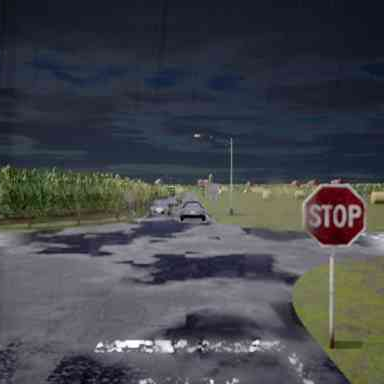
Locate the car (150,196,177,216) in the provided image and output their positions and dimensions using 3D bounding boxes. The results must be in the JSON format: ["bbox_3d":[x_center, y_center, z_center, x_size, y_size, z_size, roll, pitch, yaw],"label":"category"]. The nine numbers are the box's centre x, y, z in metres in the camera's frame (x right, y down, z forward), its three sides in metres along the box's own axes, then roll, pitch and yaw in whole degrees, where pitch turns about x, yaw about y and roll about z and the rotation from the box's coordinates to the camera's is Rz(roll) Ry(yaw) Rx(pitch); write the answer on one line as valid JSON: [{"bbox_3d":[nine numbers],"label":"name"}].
[{"bbox_3d":[-2.885,1.447,31.703,2.128,1.511,4.902,0,0,0],"label":"car"}]

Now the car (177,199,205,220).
[{"bbox_3d":[0.071,1.529,27.318,1.994,1.385,4.181,0,0,0],"label":"car"}]

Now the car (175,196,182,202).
[{"bbox_3d":[-2.911,1.482,47.934,1.994,1.385,4.181,0,0,0],"label":"car"}]

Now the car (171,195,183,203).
[{"bbox_3d":[-2.868,1.409,65.639,2.033,1.411,5.357,0,0,0],"label":"car"}]
